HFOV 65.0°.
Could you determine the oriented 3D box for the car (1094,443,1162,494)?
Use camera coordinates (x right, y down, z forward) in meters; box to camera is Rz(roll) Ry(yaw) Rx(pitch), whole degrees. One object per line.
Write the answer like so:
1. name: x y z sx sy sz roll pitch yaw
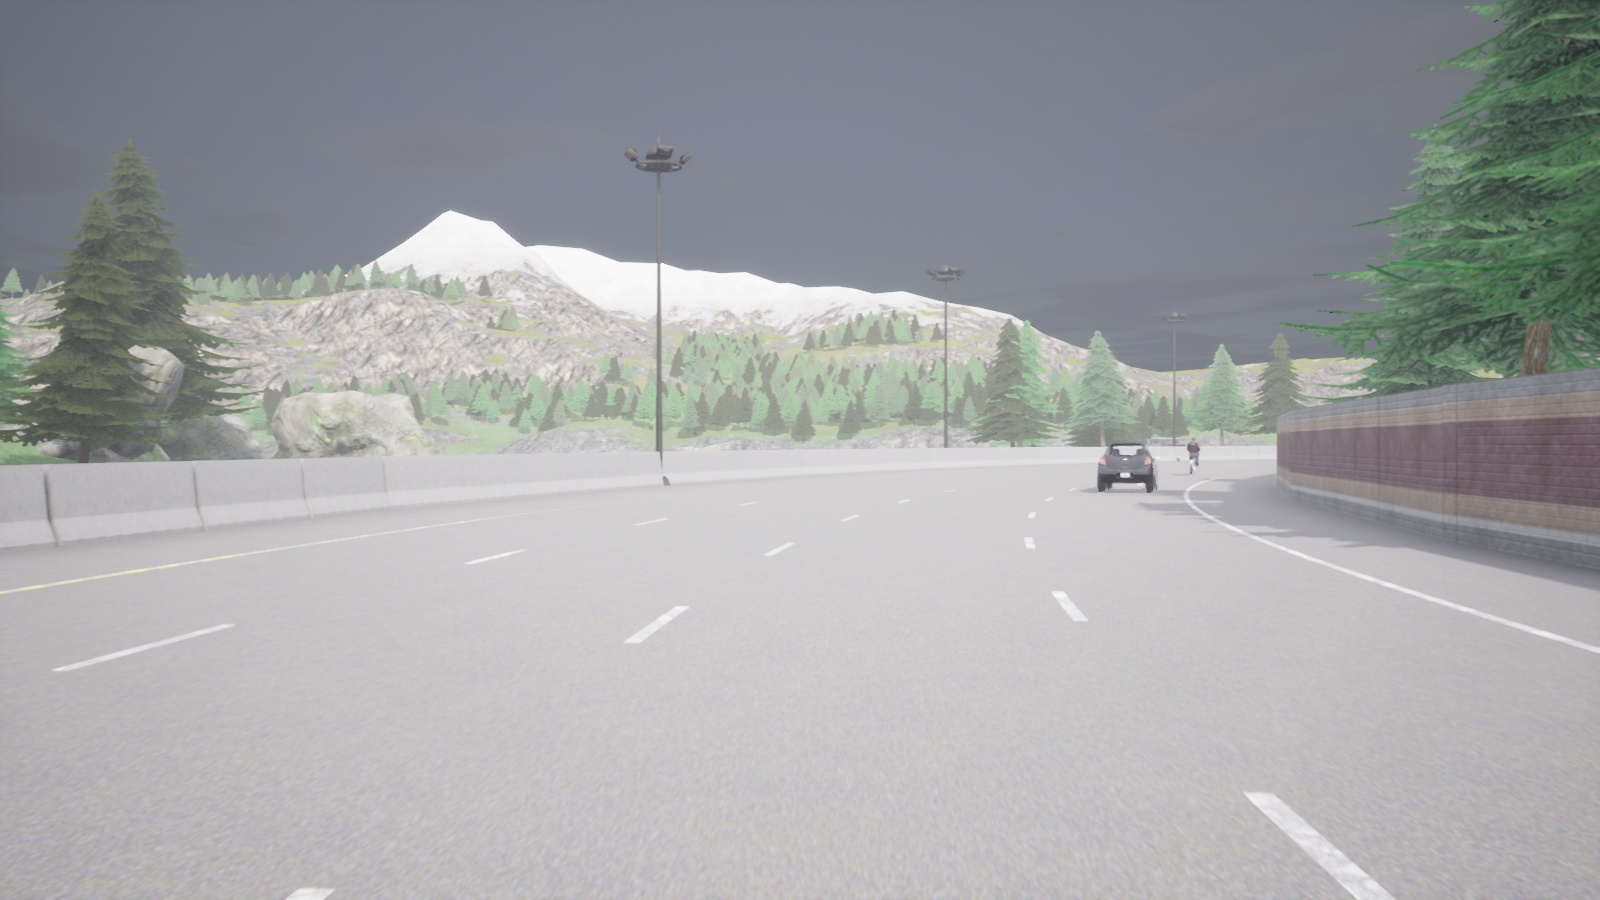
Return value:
1. car: 10.261 0.550 39.134 1.845 1.501 3.633 0 0 18
